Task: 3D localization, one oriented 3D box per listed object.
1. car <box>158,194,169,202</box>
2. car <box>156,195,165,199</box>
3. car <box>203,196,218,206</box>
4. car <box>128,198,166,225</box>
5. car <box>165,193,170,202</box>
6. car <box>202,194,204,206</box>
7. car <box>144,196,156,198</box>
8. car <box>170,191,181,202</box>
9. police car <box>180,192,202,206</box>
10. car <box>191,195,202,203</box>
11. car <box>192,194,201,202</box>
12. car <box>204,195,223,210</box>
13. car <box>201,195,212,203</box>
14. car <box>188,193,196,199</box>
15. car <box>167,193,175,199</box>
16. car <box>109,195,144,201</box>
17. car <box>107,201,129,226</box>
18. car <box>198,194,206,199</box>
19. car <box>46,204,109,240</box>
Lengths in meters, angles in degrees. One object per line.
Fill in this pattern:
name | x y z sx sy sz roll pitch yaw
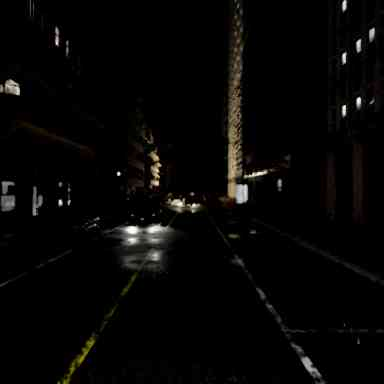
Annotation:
car | -5.686 1.218 67.160 1.752 1.417 4.829 0 0 0
car | -5.687 1.314 50.384 2.008 1.369 4.403 0 0 0
car | 2.693 1.314 50.384 2.008 1.369 4.403 0 0 0
car | -3.099 1.413 23.101 1.812 1.442 4.674 0 0 0
car | -5.686 1.281 61.681 1.947 1.339 4.313 0 0 0
car | 2.693 1.229 44.734 1.967 1.590 4.097 0 0 0
car | -5.688 1.254 39.087 1.967 1.590 4.097 0 0 0
car | -3.003 0.918 66.316 2.150 2.045 5.566 0 0 0
police car | 0.251 1.191 49.881 1.930 1.638 5.238 0 0 -18
car | 0.786 1.228 59.913 1.837 1.490 4.892 0 0 1
car | 0.906 1.224 65.894 1.812 1.442 4.674 0 0 0
car | 2.693 1.339 39.257 1.752 1.417 4.829 0 0 0
car | 2.695 1.281 61.681 1.947 1.339 4.313 0 0 0
car | 0.007 1.076 85.584 2.128 1.511 4.902 0 0 0
car | -5.684 1.043 89.923 1.967 1.590 4.097 0 0 0
car | -5.689 1.181 27.789 2.192 1.841 5.009 0 0 0
car | -5.689 1.473 22.142 1.802 1.307 4.206 0 0 0
car | 2.697 1.148 89.923 1.887 1.381 4.507 0 0 0
car | -5.690 1.499 16.493 1.802 1.307 4.206 0 0 0
